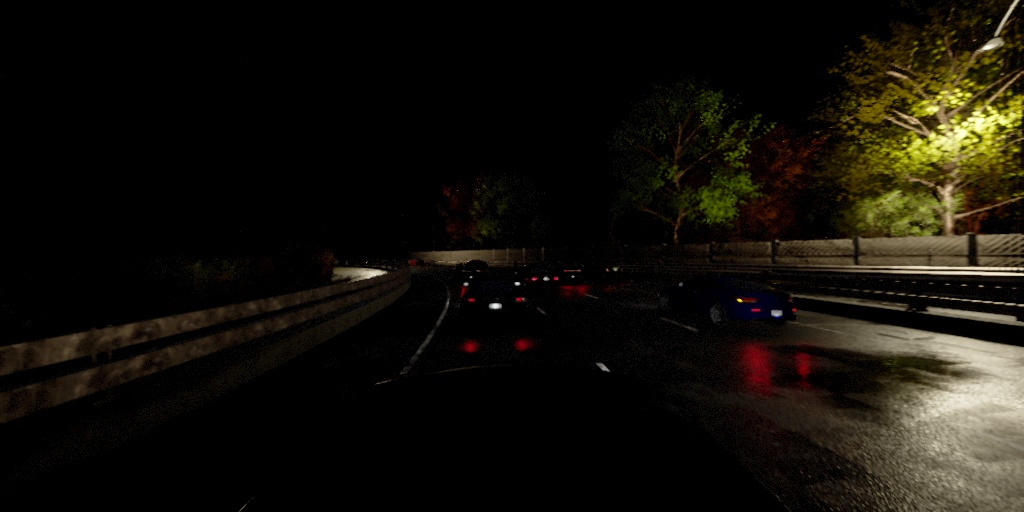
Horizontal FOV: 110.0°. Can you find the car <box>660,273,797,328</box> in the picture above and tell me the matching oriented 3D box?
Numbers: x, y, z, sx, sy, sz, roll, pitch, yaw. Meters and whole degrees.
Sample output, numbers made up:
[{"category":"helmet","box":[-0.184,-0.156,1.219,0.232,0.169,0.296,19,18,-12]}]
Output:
[{"category":"car","box":[6.449,1.263,11.262,1.812,1.442,4.674,0,0,-4]}]

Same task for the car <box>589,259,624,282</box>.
[{"category":"car","box":[6.802,1.101,29.313,2.097,1.767,4.553,0,0,-33]}]

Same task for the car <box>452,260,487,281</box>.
[{"category":"car","box":[-3.489,1.285,27.601,2.128,1.511,4.902,0,0,-15]}]

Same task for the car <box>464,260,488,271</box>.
[{"category":"car","box":[-5.298,1.302,51.947,1.882,1.535,5.008,0,0,-27]}]

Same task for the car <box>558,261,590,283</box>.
[{"category":"car","box":[3.729,1.258,27.558,2.128,1.511,4.902,0,0,-13]}]

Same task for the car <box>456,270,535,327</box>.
[{"category":"car","box":[-0.639,1.328,11.689,1.994,1.385,4.181,0,0,-6]}]

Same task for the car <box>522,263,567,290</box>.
[{"category":"car","box":[1.376,1.314,22.193,2.033,1.411,5.357,0,0,-11]}]
